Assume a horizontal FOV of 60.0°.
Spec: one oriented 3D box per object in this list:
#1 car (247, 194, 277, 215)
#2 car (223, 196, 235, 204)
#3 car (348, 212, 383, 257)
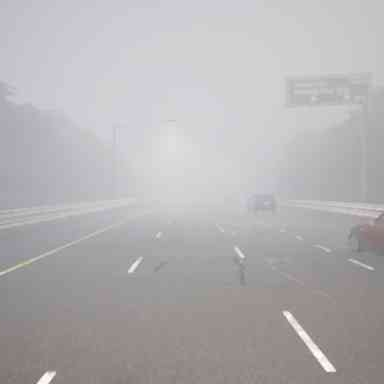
[{"bbox_3d":[7.029,1.210,33.874,2.150,2.045,5.566,0,0,0],"label":"car"},{"bbox_3d":[7.060,1.458,63.127,1.882,1.535,5.008,0,0,0],"label":"car"},{"bbox_3d":[7.003,1.349,10.820,2.097,1.767,4.553,0,0,0],"label":"car"}]
